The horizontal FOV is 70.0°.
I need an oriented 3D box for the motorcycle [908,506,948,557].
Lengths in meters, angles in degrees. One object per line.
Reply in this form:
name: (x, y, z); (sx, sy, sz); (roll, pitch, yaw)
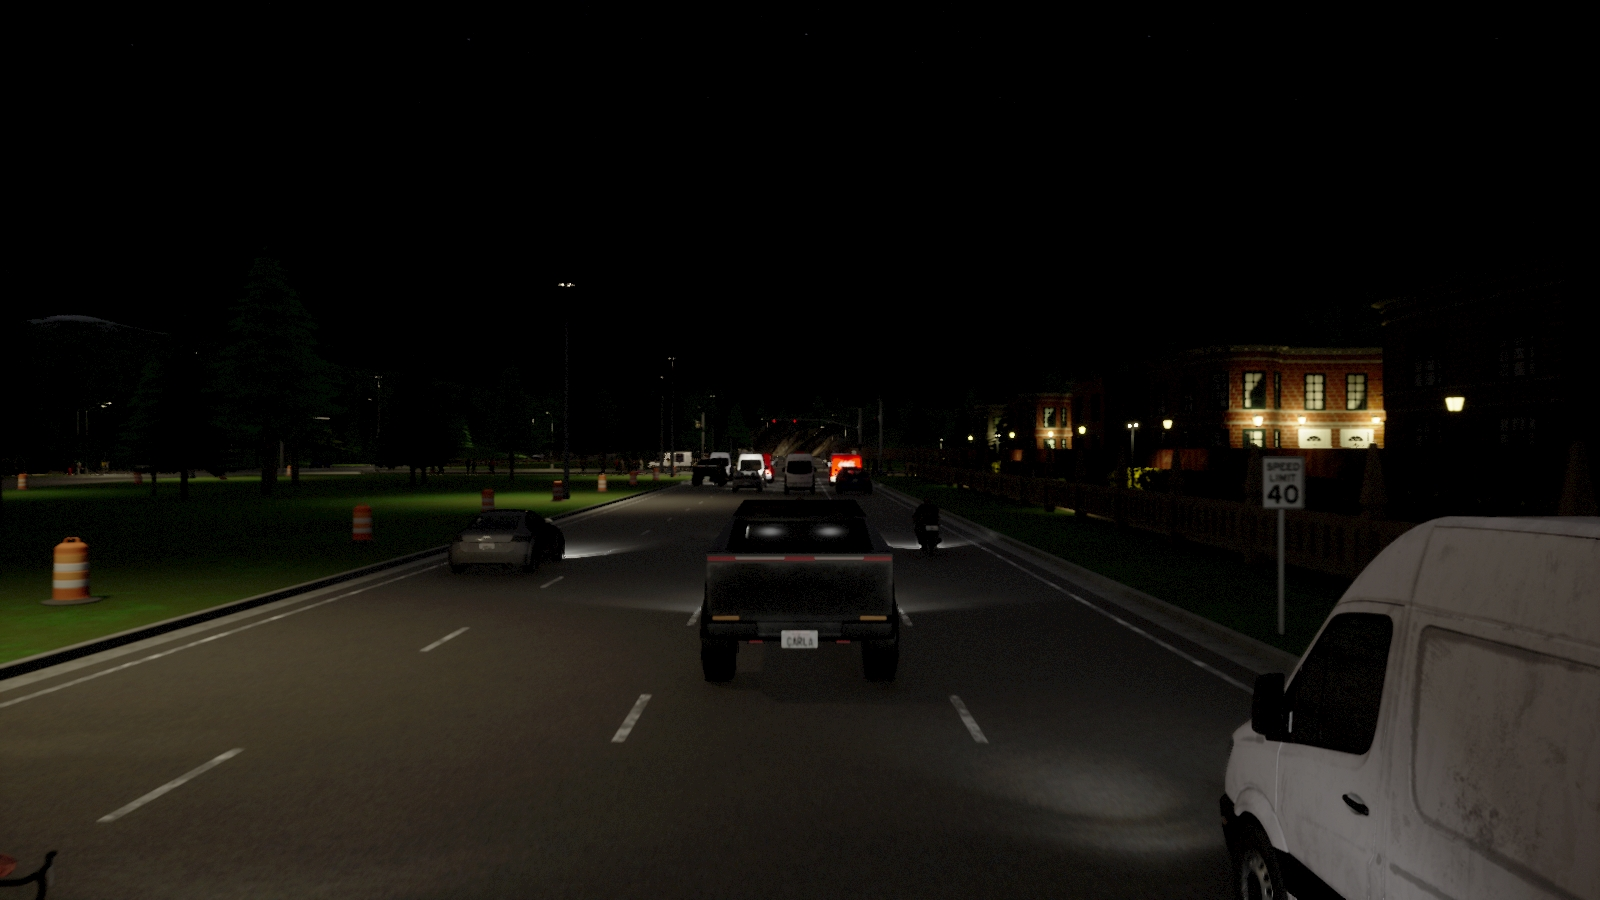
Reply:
motorcycle: (3.491, 2.203, 31.324); (0.867, 1.251, 2.209); (0, 0, 0)

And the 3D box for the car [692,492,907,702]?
car: (-0.005, 1.752, 15.815); (2.390, 2.098, 6.274); (0, 0, 0)

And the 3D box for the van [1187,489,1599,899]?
van: (3.494, 1.534, 4.415); (1.988, 2.561, 5.915); (0, 0, 0)

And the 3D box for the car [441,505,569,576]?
car: (-7.008, 2.117, 27.579); (1.994, 1.385, 4.181); (0, 0, 0)

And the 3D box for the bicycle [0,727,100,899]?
bicycle: (-3.501, 2.056, 4.585); (0.373, 1.496, 1.643); (0, 0, 0)
